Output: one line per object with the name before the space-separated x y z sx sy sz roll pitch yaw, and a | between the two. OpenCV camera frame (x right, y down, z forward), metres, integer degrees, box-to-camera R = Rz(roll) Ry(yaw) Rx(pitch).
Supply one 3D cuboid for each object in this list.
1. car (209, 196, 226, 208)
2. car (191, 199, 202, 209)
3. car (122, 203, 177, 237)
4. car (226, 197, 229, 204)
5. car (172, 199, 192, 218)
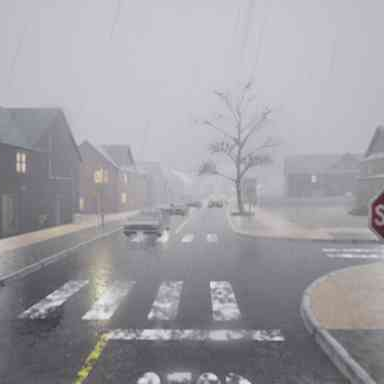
car | 3.507 1.626 47.947 1.895 1.301 4.718 0 0 8
car | 0.249 1.620 45.525 1.895 1.301 4.718 0 0 8
car | -2.291 1.554 18.337 2.033 1.411 5.357 0 0 3
car | 5.947 1.514 63.728 1.882 1.535 5.008 0 0 11
car | -1.391 1.613 30.860 1.895 1.301 4.718 0 0 5
